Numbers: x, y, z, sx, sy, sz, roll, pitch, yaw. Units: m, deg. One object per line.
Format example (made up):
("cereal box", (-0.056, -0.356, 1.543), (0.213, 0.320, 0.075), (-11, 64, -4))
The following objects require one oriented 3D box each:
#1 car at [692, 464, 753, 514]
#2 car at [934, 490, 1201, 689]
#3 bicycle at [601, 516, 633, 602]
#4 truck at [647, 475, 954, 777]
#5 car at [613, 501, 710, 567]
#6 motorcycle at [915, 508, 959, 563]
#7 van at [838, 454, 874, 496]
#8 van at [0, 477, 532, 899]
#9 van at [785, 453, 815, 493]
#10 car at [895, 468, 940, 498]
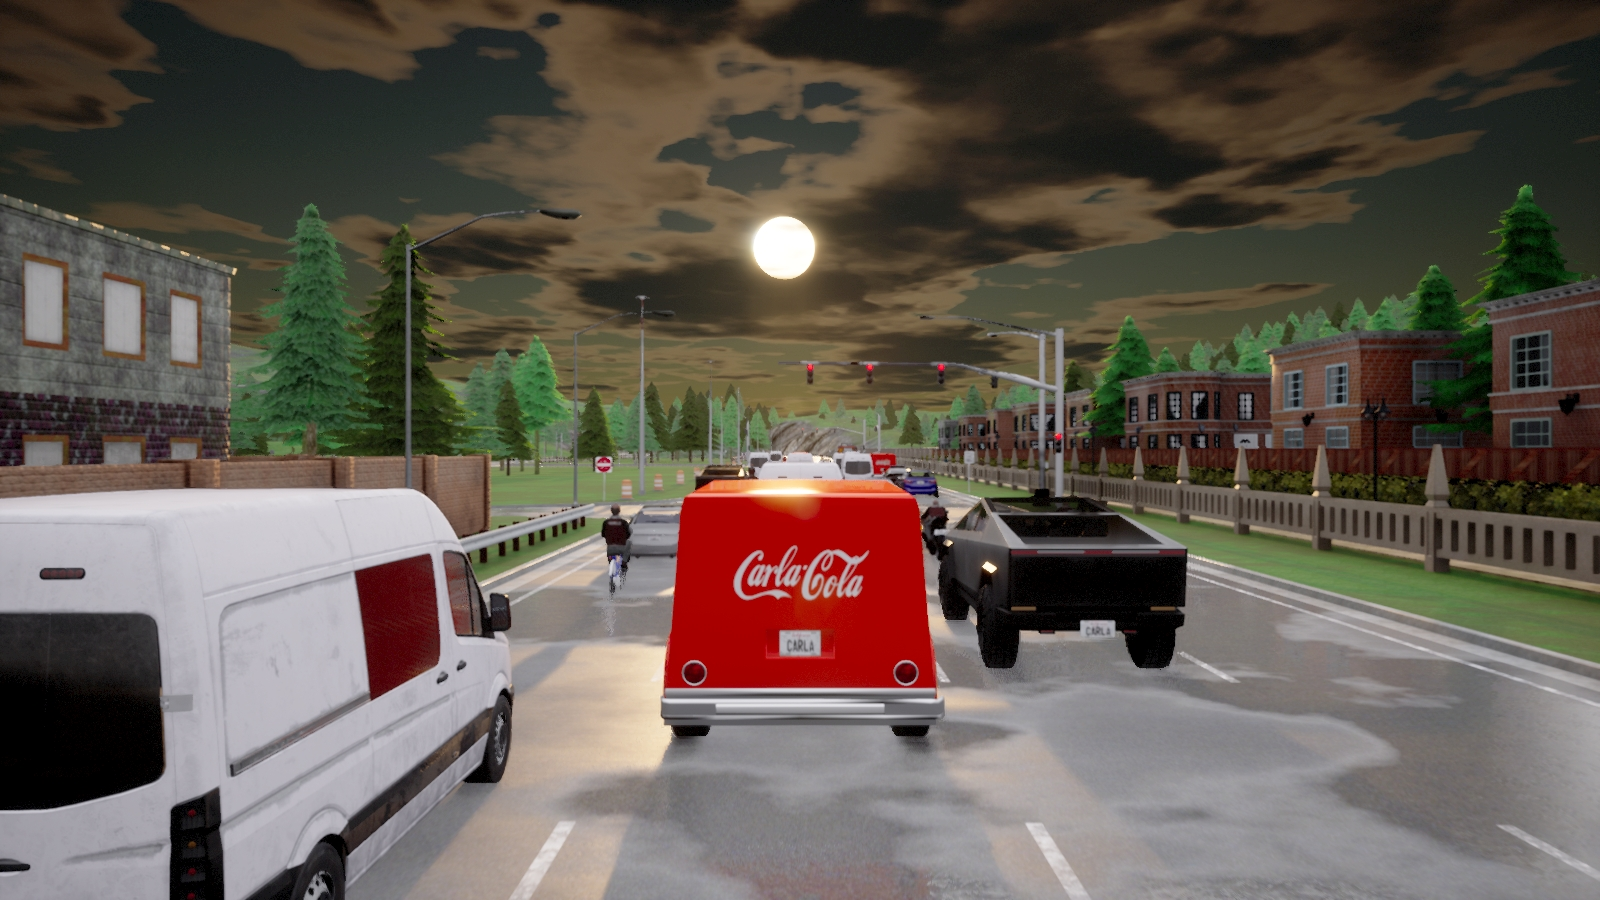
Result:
("car", (-3.500, 1.737, 52.915), (2.390, 2.098, 6.274), (0, 0, 0))
("car", (3.501, 1.748, 16.528), (2.390, 2.098, 6.274), (0, 0, 0))
("bicycle", (-3.498, 2.053, 21.946), (0.329, 1.471, 1.835), (0, 0, 0))
("truck", (0.003, 1.563, 12.381), (2.627, 2.467, 5.204), (0, 0, 0))
("car", (-3.503, 2.109, 29.545), (1.994, 1.385, 4.181), (0, 0, 0))
("motorcycle", (3.531, 2.196, 29.705), (0.867, 1.251, 2.209), (0, 0, 0))
("van", (3.497, 1.512, 72.145), (1.988, 2.561, 5.915), (0, 0, 0))
("van", (-3.502, 1.532, 7.735), (1.988, 2.561, 5.915), (0, 0, 0))
("van", (-0.002, 1.511, 77.015), (1.988, 2.561, 5.915), (0, 0, 0))
("car", (7.001, 1.946, 68.392), (2.242, 1.667, 4.611), (0, 0, 0))
